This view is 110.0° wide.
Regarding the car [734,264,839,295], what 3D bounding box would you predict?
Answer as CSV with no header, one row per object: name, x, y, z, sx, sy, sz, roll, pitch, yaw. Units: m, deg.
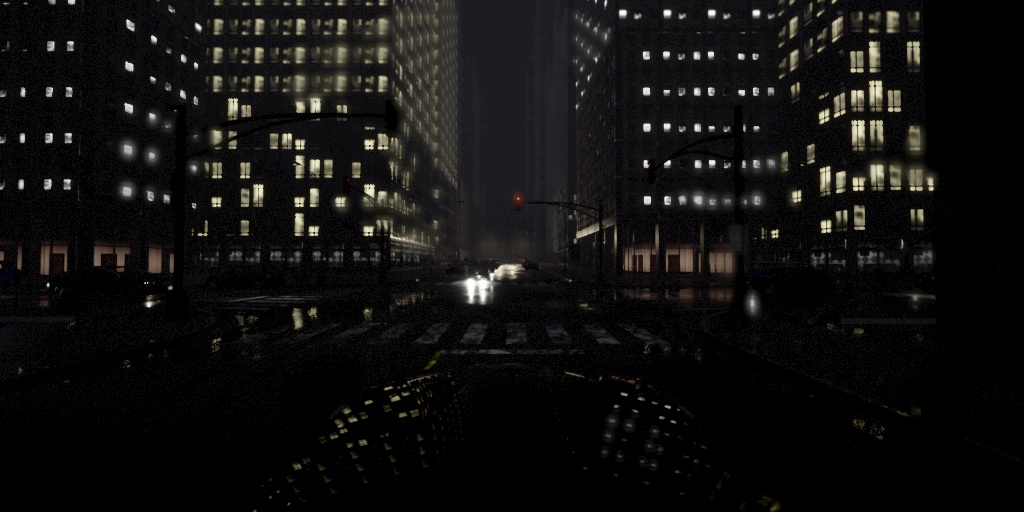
car,14.872,1.321,19.553,4.892,1.490,1.837,0,-1,0

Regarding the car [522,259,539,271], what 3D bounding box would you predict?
car,2.687,1.349,48.846,1.802,1.307,4.207,0,0,0

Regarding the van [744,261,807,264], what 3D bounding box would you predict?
van,15.980,1.210,22.125,3.998,1.789,1.690,0,0,0

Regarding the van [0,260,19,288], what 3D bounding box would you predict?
van,-33.440,1.132,22.233,3.998,1.789,1.690,0,0,0

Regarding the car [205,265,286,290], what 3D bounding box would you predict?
car,-16.494,1.255,22.196,4.097,1.591,1.967,0,0,0

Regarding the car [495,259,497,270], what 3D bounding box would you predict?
car,-3.096,1.290,43.555,1.812,1.442,4.674,0,0,0

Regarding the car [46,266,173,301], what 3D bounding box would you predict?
car,-18.088,1.191,16.425,4.902,1.511,2.128,0,-1,0

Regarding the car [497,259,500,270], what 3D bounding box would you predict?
car,-3.101,1.332,53.527,1.994,1.385,4.181,0,0,0

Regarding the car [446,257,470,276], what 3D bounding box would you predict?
car,-5.693,1.202,37.634,1.967,1.591,4.097,0,0,0

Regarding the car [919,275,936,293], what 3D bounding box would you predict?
car,25.271,1.314,19.528,5.008,1.535,1.882,0,-1,0

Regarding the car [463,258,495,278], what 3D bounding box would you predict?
car,-3.100,1.253,34.333,2.128,1.511,4.902,0,0,0

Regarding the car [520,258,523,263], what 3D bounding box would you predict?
car,2.687,1.296,60.172,1.751,1.417,4.829,0,0,0
